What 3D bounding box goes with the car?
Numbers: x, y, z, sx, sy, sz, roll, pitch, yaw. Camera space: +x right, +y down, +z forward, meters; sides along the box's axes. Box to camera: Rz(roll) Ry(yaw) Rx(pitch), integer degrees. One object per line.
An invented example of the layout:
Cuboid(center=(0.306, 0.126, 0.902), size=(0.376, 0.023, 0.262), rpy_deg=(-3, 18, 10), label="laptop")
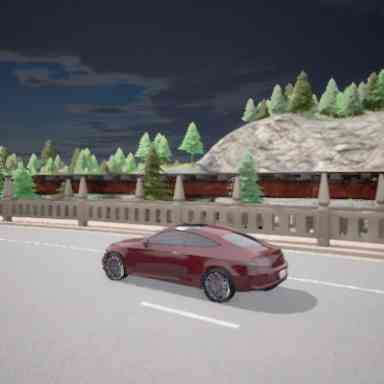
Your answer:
Cuboid(center=(-0.096, 1.469, 7.990), size=(4.674, 1.442, 1.812), rpy_deg=(0, 0, 33), label="car")
